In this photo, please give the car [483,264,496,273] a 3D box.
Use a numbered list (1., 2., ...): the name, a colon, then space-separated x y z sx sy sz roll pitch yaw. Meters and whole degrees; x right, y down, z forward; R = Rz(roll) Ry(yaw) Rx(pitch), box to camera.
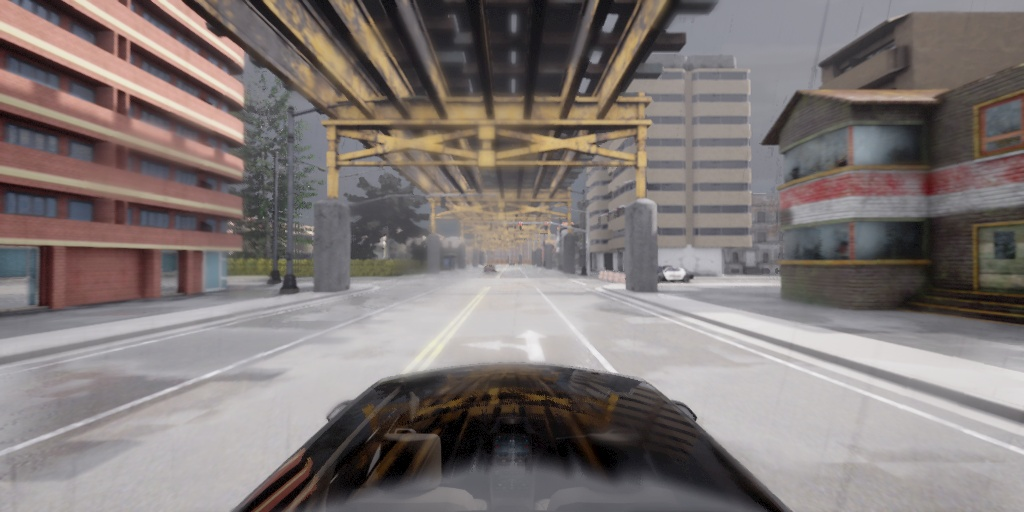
1. car: -3.477 2.024 56.500 1.812 1.442 4.674 0 0 0
